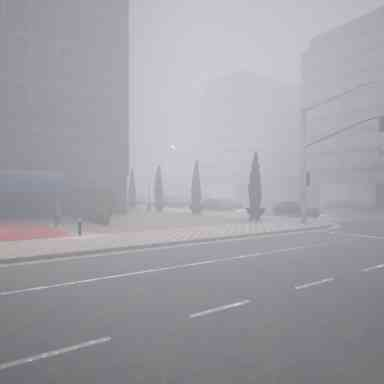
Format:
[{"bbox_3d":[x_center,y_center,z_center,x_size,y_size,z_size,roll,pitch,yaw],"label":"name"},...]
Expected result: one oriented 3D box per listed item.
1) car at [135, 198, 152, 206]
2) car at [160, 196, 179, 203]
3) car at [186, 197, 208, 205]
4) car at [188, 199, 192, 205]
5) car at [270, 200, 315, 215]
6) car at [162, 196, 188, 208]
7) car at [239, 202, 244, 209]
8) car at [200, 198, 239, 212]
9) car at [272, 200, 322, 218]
[{"bbox_3d":[-8.603,1.600,56.449,1.895,1.301,4.718,0,0,-35],"label":"car"},{"bbox_3d":[-4.736,1.600,69.582,1.895,1.301,4.718,0,0,-34],"label":"car"},{"bbox_3d":[0.921,1.563,61.417,1.994,1.385,4.181,0,0,-34],"label":"car"},{"bbox_3d":[-1.548,1.564,52.406,1.994,1.385,4.181,0,0,-35],"label":"car"},{"bbox_3d":[10.535,1.564,35.084,1.994,1.385,4.181,0,0,-35],"label":"car"},{"bbox_3d":[-3.029,1.351,48.411,2.097,1.767,4.553,0,0,-35],"label":"car"},{"bbox_3d":[4.792,1.564,43.316,1.994,1.385,4.181,0,0,-35],"label":"car"},{"bbox_3d":[2.943,1.506,39.845,1.837,1.490,4.892,0,0,-35],"label":"car"},{"bbox_3d":[9.490,1.525,30.384,1.812,1.442,4.674,0,0,-34],"label":"car"}]
